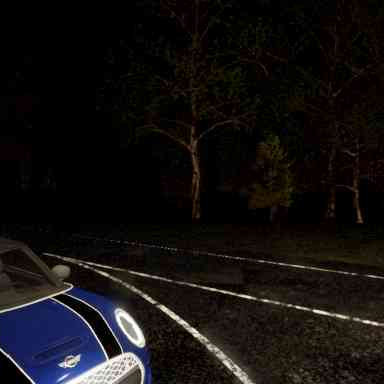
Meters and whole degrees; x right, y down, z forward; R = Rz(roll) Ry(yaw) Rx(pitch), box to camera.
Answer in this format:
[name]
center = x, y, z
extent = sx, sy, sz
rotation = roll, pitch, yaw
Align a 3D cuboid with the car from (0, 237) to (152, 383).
[car]
center = -2.607, 1.338, 3.742
extent = 4.553, 1.767, 2.097
rotation = 1, 0, 35
